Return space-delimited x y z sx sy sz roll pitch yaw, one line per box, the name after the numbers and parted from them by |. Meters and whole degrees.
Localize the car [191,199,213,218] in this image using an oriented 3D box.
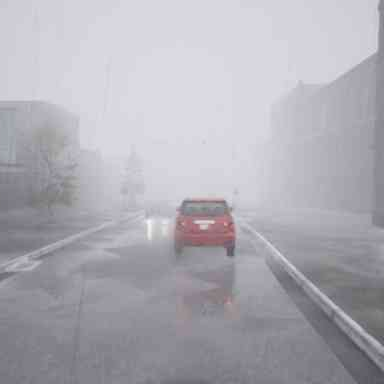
0.883 1.458 31.056 1.882 1.535 5.008 0 0 1 | car

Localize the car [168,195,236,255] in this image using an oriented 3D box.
0.508 1.215 13.431 2.150 2.045 5.566 0 0 2 | car

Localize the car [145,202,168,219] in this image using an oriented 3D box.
-2.831 1.543 28.759 1.994 1.385 4.181 0 0 1 | car

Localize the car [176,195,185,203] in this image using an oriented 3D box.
-2.326 1.440 69.025 1.812 1.442 4.674 0 0 1 | car
